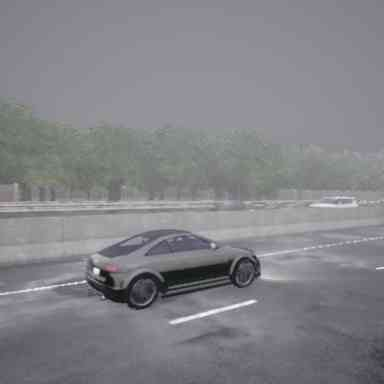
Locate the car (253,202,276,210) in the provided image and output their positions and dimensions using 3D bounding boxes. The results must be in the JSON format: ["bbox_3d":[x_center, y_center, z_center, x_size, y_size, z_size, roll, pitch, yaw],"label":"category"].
[{"bbox_3d":[9.085,1.796,36.244,4.181,1.385,1.994,1,0,-35],"label":"car"}]

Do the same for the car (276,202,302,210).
[{"bbox_3d":[11.016,1.735,33.324,4.892,1.490,1.837,1,-1,-35],"label":"car"}]

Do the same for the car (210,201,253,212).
[{"bbox_3d":[4.623,1.752,37.375,5.357,1.411,2.033,1,0,-35],"label":"car"}]

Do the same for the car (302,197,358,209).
[{"bbox_3d":[12.915,1.450,30.383,5.566,2.045,2.150,1,-1,-35],"label":"car"}]

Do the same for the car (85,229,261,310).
[{"bbox_3d":[-0.325,1.593,7.938,4.181,1.385,1.994,0,0,-36],"label":"car"}]
